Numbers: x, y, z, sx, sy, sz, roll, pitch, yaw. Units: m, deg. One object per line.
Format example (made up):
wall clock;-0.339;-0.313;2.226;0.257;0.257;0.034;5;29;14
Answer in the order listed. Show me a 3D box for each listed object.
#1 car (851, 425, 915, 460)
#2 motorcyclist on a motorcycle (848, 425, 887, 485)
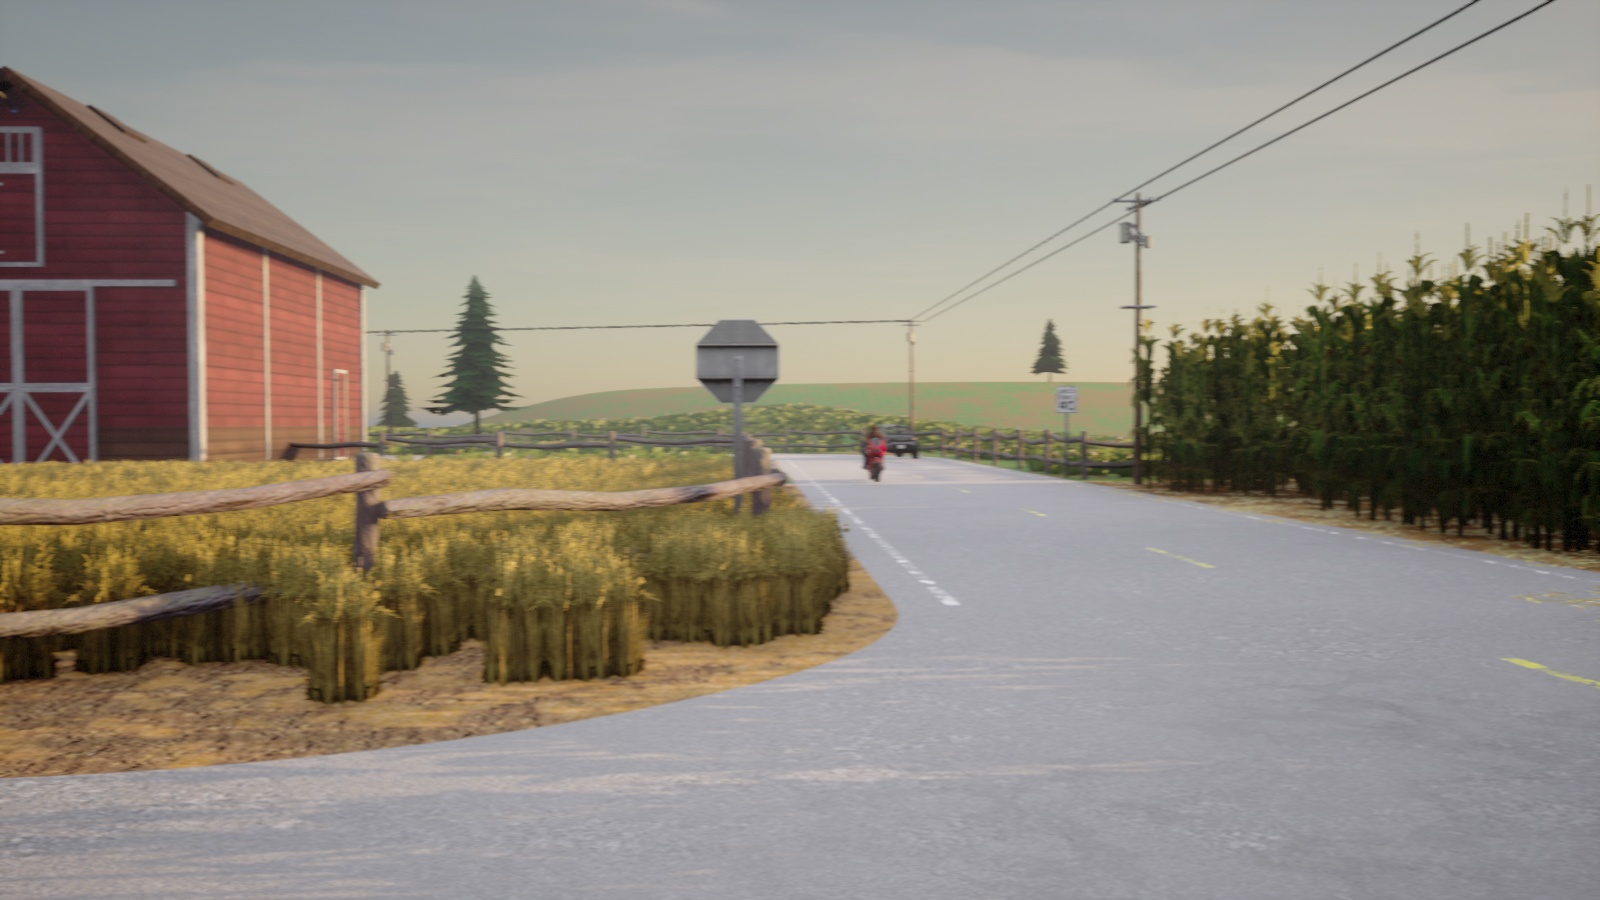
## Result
car;3.599;-0.347;55.143;1.816;1.474;4.193;0;1;-10
motorcyclist on a motorcycle;1.759;0.096;33.006;0.797;1.523;2.044;0;1;-3
